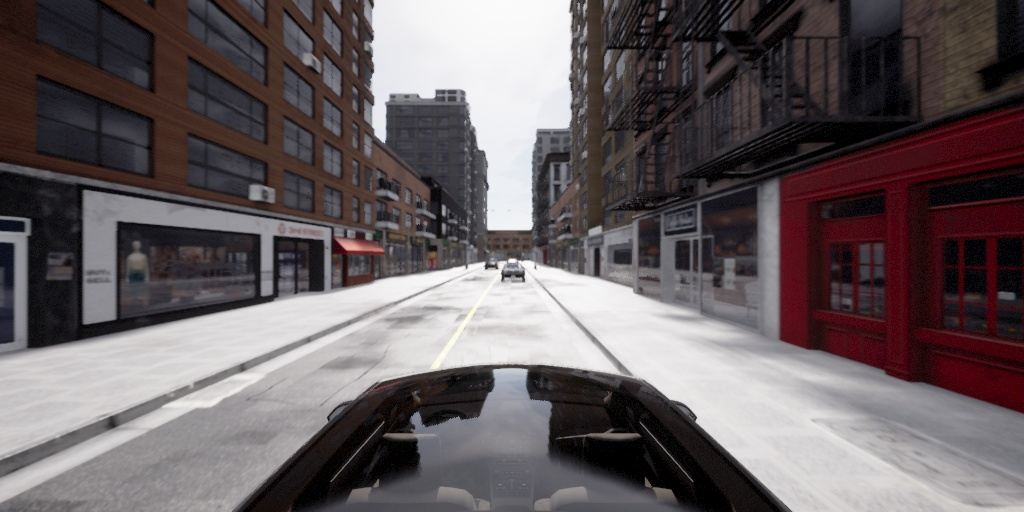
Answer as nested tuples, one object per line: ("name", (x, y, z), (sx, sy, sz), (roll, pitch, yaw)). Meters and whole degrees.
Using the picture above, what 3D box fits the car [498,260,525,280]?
("car", (0.095, 1.249, 29.388), (1.895, 1.301, 4.718), (0, 0, 0))

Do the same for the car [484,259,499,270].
("car", (-2.771, 1.110, 49.515), (1.837, 1.490, 4.892), (0, 0, 0))
